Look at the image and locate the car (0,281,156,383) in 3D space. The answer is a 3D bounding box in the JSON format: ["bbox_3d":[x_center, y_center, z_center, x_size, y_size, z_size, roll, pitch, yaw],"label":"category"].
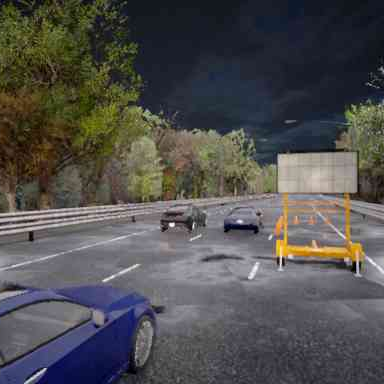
[{"bbox_3d":[-1.899,1.526,2.941,1.812,1.442,4.674,0,0,16],"label":"car"}]

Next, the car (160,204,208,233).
[{"bbox_3d":[-0.355,1.515,20.067,1.837,1.490,4.892,1,0,17],"label":"car"}]

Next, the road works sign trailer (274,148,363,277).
[{"bbox_3d":[3.910,0.468,10.516,2.380,3.560,2.880,0,0,18],"label":"road works sign trailer"}]

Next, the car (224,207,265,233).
[{"bbox_3d":[3.180,1.567,19.745,1.994,1.385,4.181,0,0,17],"label":"car"}]
